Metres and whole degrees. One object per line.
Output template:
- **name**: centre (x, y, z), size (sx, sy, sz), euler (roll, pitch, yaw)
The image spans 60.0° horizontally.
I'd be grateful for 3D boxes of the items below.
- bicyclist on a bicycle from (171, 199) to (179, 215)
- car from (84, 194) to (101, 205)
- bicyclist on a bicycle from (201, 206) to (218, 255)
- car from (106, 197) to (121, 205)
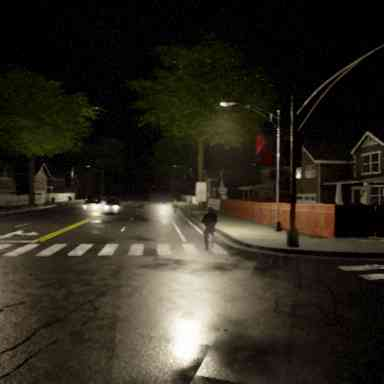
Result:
- **bicyclist on a bicycle**: centre (-1.712, 1.476, 33.755), size (0.866, 1.612, 1.509), euler (1, 0, -7)
- **car**: centre (-16.051, 1.174, 53.960), size (2.097, 1.767, 4.553), euler (1, 0, -6)
- **bicyclist on a bicycle**: centre (0.633, 1.406, 12.507), size (0.659, 1.776, 1.843), euler (1, 0, -7)
- **car**: centre (-12.820, 1.480, 54.260), size (1.895, 1.301, 4.718), euler (1, 0, -6)
